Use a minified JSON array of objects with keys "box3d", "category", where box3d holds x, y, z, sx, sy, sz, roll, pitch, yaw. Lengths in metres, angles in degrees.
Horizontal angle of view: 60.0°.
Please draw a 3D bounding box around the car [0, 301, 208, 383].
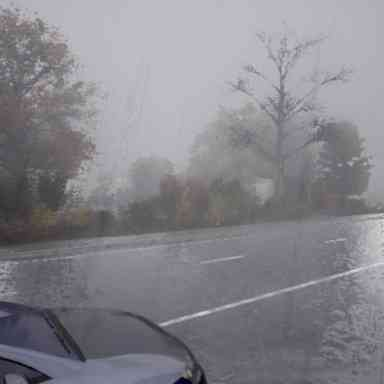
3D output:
[{"box3d":[-1.888,1.571,2.487,4.181,1.385,1.994,0,0,-35],"category":"car"}]
